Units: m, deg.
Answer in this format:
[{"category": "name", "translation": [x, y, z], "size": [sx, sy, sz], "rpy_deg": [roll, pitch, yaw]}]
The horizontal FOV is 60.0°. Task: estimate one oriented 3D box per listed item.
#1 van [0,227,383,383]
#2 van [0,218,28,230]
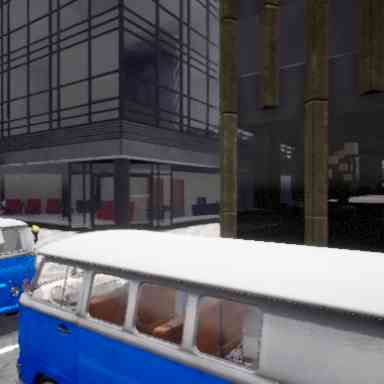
[{"category": "van", "translation": [0.106, 1.320, 2.897], "size": [3.998, 1.788, 1.690], "rpy_deg": [0, 0, 34]}, {"category": "van", "translation": [-4.555, 1.300, 6.033], "size": [3.998, 1.788, 1.690], "rpy_deg": [0, 0, 34]}]
